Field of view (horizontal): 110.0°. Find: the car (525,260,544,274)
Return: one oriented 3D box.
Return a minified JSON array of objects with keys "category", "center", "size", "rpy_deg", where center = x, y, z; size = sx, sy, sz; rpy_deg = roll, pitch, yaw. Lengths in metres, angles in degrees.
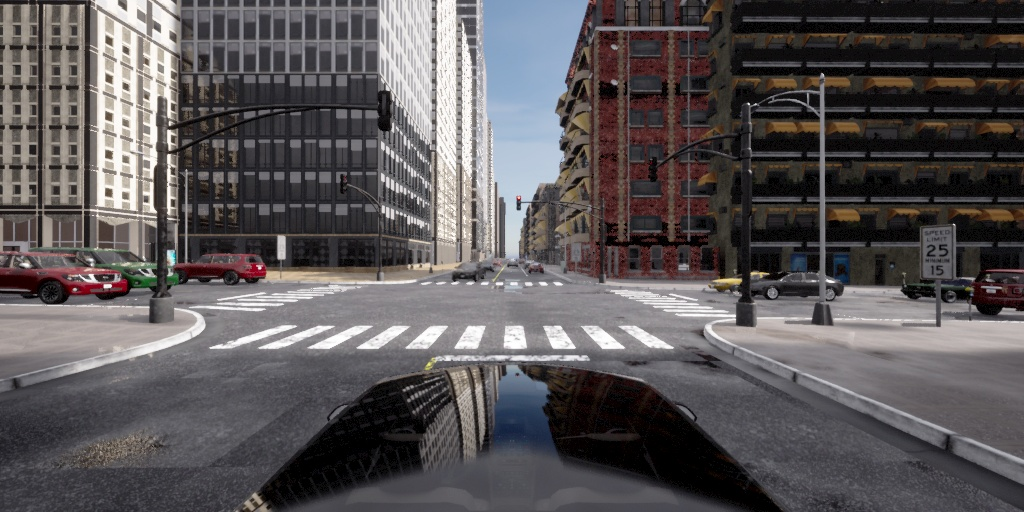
[{"category":"car","center":[2.769,1.341,41.651],"size":[1.802,1.307,4.207],"rpy_deg":[0,0,0]}]

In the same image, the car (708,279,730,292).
[{"category":"car","center":[14.645,1.587,21.946],"size":[4.829,1.417,1.751],"rpy_deg":[0,0,0]}]

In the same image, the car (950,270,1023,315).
[{"category":"car","center":[20.607,1.461,13.646],"size":[5.009,1.841,2.192],"rpy_deg":[0,0,0]}]

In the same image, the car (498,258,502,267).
[{"category":"car","center":[-2.993,1.124,64.472],"size":[2.097,1.767,4.553],"rpy_deg":[0,0,1]}]

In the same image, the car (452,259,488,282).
[{"category":"car","center":[-3.396,1.226,28.576],"size":[1.882,1.535,5.008],"rpy_deg":[0,0,4]}]

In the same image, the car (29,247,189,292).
[{"category":"car","center":[-18.240,0.658,15.895],"size":[5.566,2.045,2.150],"rpy_deg":[1,0,0]}]

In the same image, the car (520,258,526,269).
[{"category":"car","center":[2.728,1.317,54.569],"size":[2.007,1.370,4.403],"rpy_deg":[0,0,0]}]

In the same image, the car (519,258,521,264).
[{"category":"car","center":[2.732,1.321,60.217],"size":[2.007,1.370,4.403],"rpy_deg":[0,0,0]}]

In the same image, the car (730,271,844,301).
[{"category":"car","center":[14.926,1.562,19.328],"size":[4.892,1.490,1.837],"rpy_deg":[1,0,2]}]

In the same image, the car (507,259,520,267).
[{"category":"car","center":[0.139,1.338,65.052],"size":[1.994,1.385,4.181],"rpy_deg":[0,0,1]}]

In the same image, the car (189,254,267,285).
[{"category":"car","center":[-17.696,0.776,21.686],"size":[5.009,1.841,2.192],"rpy_deg":[0,0,0]}]

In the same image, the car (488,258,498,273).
[{"category":"car","center":[-3.068,1.263,43.410],"size":[1.837,1.490,4.892],"rpy_deg":[0,0,0]}]

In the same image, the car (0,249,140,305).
[{"category":"car","center":[-17.567,0.757,13.307],"size":[5.009,1.841,2.192],"rpy_deg":[0,0,0]}]

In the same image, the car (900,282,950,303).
[{"category":"car","center":[24.217,1.827,19.432],"size":[4.718,1.301,1.895],"rpy_deg":[1,0,-1]}]
